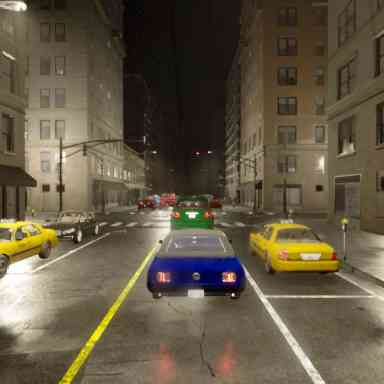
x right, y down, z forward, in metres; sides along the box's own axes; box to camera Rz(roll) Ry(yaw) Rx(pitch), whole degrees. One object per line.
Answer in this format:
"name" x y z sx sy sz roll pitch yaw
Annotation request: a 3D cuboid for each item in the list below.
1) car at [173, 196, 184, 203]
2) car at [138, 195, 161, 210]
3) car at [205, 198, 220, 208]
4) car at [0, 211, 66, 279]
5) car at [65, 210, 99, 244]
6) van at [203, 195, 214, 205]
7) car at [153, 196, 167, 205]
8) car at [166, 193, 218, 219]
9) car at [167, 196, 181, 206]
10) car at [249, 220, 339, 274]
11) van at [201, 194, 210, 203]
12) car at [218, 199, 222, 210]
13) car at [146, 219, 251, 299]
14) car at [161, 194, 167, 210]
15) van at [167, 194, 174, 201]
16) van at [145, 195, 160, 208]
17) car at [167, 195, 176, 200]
"car" -2.957 1.552 72.965 2.128 1.511 4.902 0 0 0
"car" -5.645 1.328 42.462 2.192 1.841 5.009 0 0 0
"car" 2.885 1.582 47.957 1.947 1.339 4.313 0 0 0
"car" -5.663 1.526 9.992 1.752 1.417 4.829 0 0 0
"car" -5.660 1.552 15.687 2.008 1.369 4.403 0 0 0
"van" 2.891 1.363 58.960 1.690 1.788 3.998 0 0 0
"car" -5.635 1.462 58.965 1.967 1.590 4.097 0 0 0
"car" 0.011 1.224 18.153 2.150 2.045 5.566 0 0 0
"car" -3.044 1.510 57.624 2.128 1.511 4.902 0 0 1
"car" 2.862 1.526 10.326 1.752 1.417 4.829 0 0 0
"van" 2.897 1.368 69.963 1.690 1.788 3.998 0 0 0
"car" 2.881 1.557 42.456 1.887 1.381 4.507 0 0 0
"car" 0.087 1.601 8.387 1.895 1.301 4.718 0 0 0
"car" -3.080 1.235 43.726 2.150 2.045 5.566 0 0 0
"van" -5.618 1.377 86.473 1.690 1.788 3.998 0 0 0
"van" -5.641 1.357 47.962 1.690 1.788 3.998 0 0 0
"car" -5.615 1.591 91.973 2.008 1.369 4.403 0 0 0
